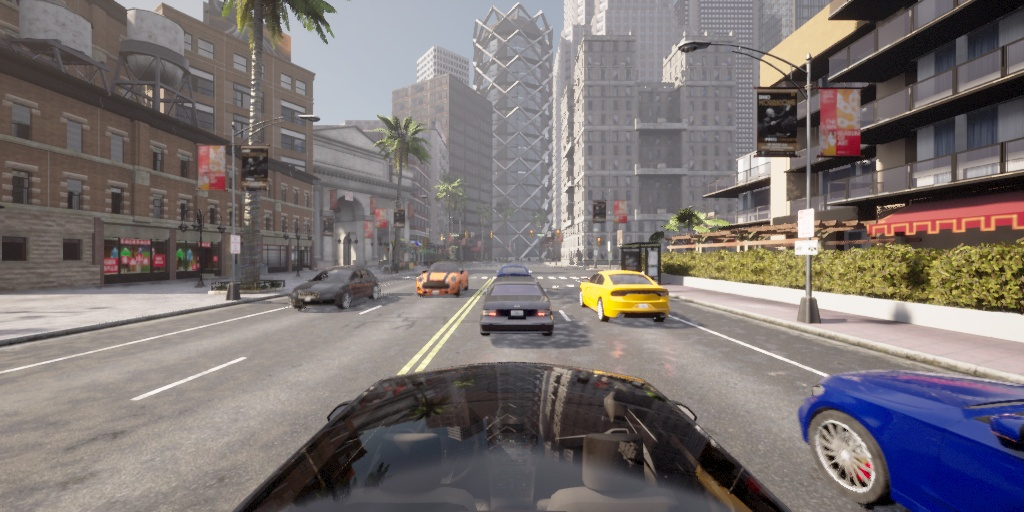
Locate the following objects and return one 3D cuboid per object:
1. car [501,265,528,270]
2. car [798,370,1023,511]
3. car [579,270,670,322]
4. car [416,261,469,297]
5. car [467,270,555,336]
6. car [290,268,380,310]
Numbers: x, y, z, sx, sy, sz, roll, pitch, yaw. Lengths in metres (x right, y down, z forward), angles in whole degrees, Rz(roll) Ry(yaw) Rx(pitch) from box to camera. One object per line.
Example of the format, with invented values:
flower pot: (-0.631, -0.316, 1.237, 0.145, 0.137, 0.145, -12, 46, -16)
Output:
car: (0.116, 1.228, 20.173, 1.882, 1.535, 5.008, 0, 0, 0)
car: (3.655, 1.276, 1.438, 1.812, 1.442, 4.674, 0, 0, -1)
car: (3.614, 1.228, 12.358, 1.882, 1.535, 5.008, 0, 0, 0)
car: (-3.544, 1.101, 18.971, 2.097, 1.767, 4.553, 0, 0, 1)
car: (0.108, 1.297, 10.386, 2.033, 1.411, 5.357, 0, 0, 0)
car: (-7.070, 1.255, 14.860, 1.837, 1.490, 4.892, 0, 0, 0)
